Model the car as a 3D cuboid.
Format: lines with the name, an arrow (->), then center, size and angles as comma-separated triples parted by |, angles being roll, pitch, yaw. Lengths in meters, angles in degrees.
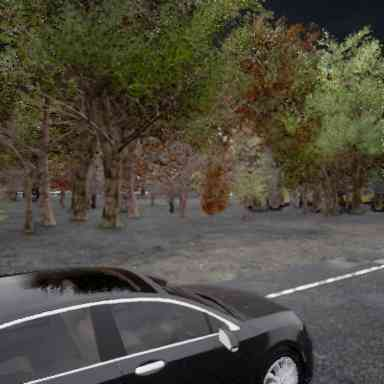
car -> -0.853, 1.508, 3.138 | 4.892, 1.490, 1.837 | 0, 0, -35
